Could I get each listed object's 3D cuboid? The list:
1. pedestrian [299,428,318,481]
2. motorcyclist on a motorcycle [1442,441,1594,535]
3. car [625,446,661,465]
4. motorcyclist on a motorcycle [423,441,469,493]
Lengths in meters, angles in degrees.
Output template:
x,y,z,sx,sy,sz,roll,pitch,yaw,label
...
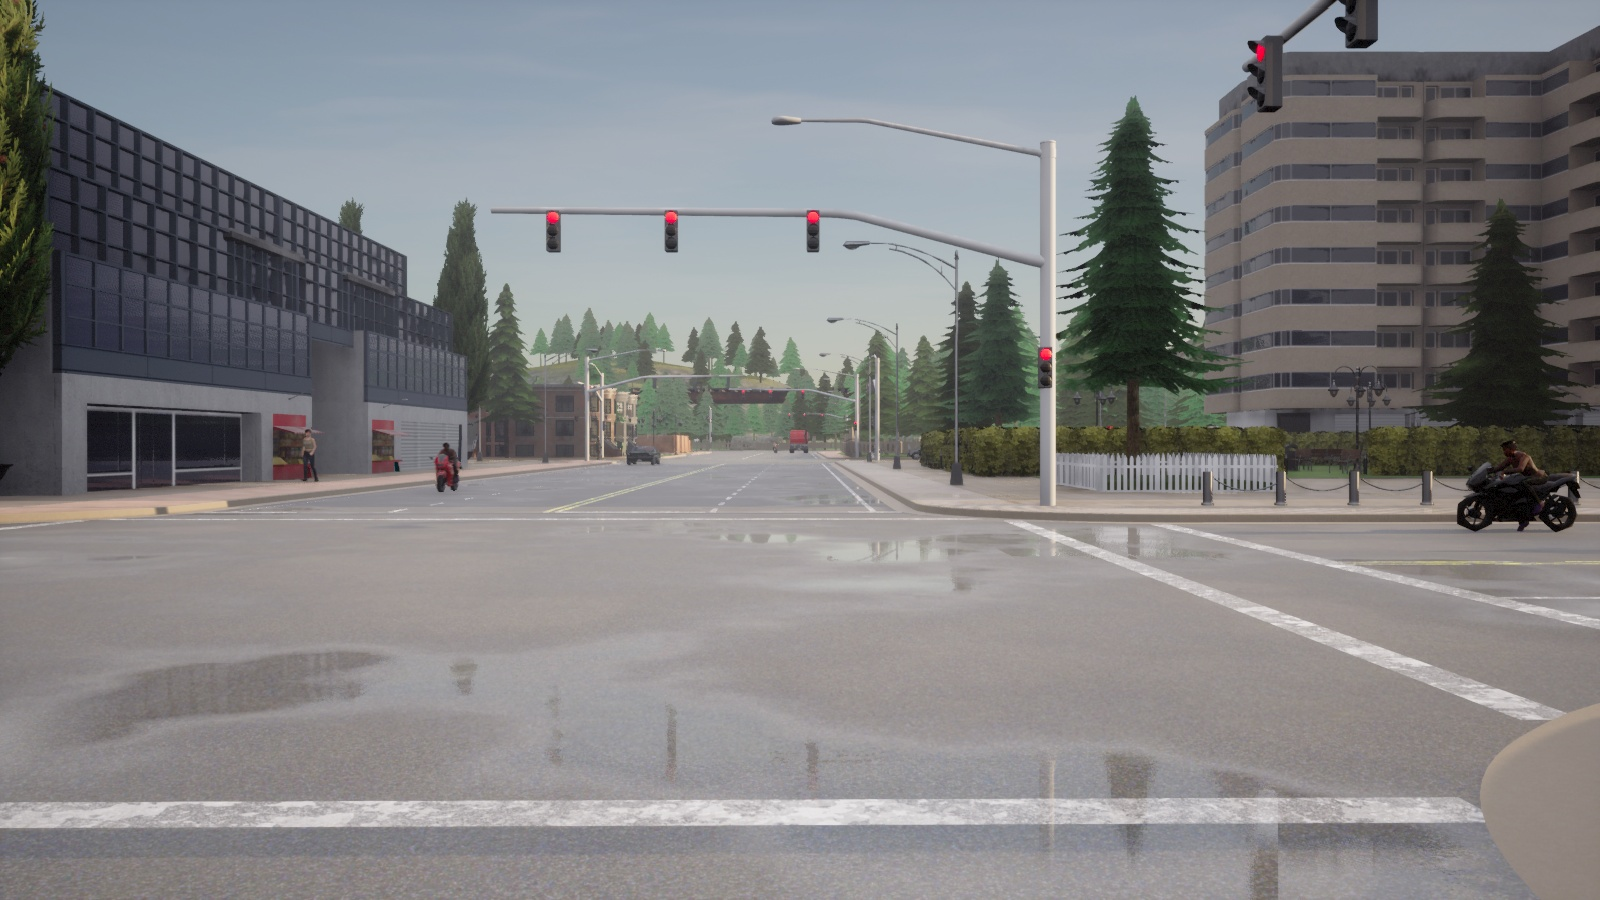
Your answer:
x,y,z,sx,sy,sz,roll,pitch,yaw,label
-16.934,0.147,43.254,0.345,1.836,0.594,0,0,13,pedestrian
11.870,0.621,20.800,2.044,1.523,0.797,0,0,0,motorcyclist on a motorcycle
-10.665,0.355,85.548,1.895,1.301,4.718,0,0,0,car
-10.671,0.506,37.914,0.797,1.523,2.044,0,0,0,motorcyclist on a motorcycle
